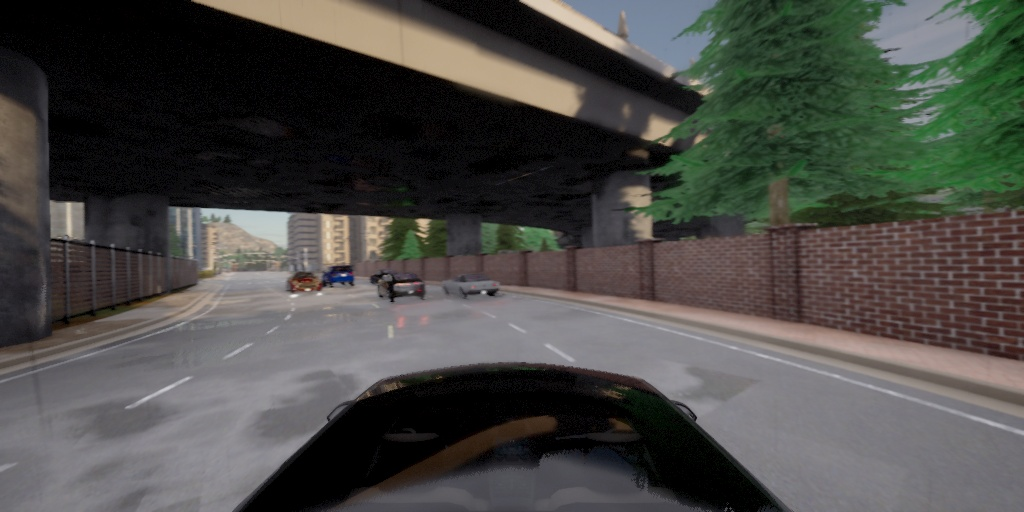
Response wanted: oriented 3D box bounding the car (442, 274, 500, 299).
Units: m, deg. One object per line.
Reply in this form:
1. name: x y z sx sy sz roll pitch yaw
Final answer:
1. car: -2.544 1.685 20.798 1.895 1.301 4.718 -1 -1 -29

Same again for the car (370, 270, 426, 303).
1. car: -6.304 1.691 20.193 2.128 1.511 4.902 -1 -1 -30

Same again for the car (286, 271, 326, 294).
1. car: -17.085 2.080 29.366 2.097 1.767 4.553 -1 -1 -37

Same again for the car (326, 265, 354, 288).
1. car: -17.322 1.986 35.624 2.150 2.045 5.566 -1 -1 -37

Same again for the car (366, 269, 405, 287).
1. car: -12.355 2.082 34.816 2.128 1.511 4.902 -1 -1 -37
